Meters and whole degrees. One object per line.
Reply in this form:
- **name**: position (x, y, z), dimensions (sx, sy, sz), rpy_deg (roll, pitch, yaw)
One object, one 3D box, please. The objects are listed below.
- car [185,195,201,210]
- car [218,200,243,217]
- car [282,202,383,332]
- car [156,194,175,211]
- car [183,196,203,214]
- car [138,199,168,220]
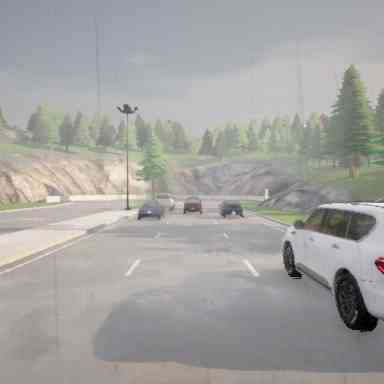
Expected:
- **car**: position (0.190, 1.352, 44.488), dimensions (2.097, 1.767, 4.553), rpy_deg (0, 0, 1)
- **car**: position (3.600, 1.507, 31.090), dimensions (1.837, 1.490, 4.892), rpy_deg (0, 1, 0)
- **car**: position (3.600, 1.221, 6.979), dimensions (2.150, 2.045, 5.566), rpy_deg (0, 0, 0)
- **car**: position (-3.363, 1.223, 41.434), dimensions (2.150, 2.045, 5.566), rpy_deg (0, 0, 0)
- **car**: position (0.092, 1.478, 35.258), dimensions (1.882, 1.535, 5.008), rpy_deg (0, 0, 0)
- **car**: position (-3.400, 1.563, 28.463), dimensions (1.994, 1.385, 4.181), rpy_deg (0, 0, 0)
